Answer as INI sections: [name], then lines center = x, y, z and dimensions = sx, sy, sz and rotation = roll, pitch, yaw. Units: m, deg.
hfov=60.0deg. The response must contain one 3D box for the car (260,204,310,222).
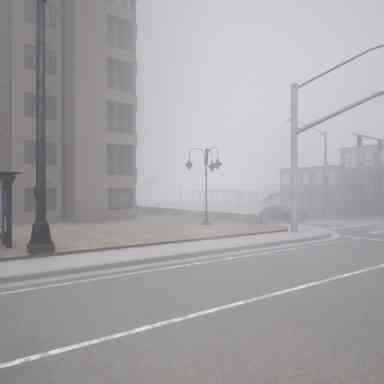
[car]
center = 8.356, 1.863, 30.238
dimensions = 2.097, 1.767, 4.553
rotation = 0, -5, -36
